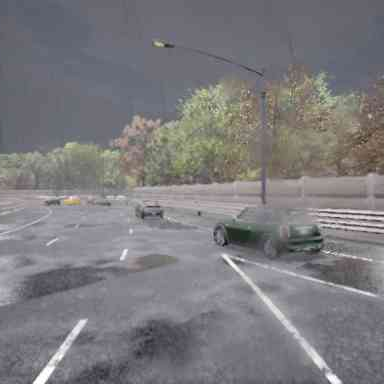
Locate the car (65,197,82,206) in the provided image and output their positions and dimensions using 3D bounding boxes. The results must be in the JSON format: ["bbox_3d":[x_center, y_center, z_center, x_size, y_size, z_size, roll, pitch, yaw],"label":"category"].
[{"bbox_3d":[-21.139,1.618,59.192,1.882,1.535,5.008,0,0,-35],"label":"car"}]

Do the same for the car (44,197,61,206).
[{"bbox_3d":[-24.073,1.638,57.283,1.882,1.535,5.008,0,0,-35],"label":"car"}]

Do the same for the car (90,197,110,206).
[{"bbox_3d":[-15.358,1.661,56.363,1.994,1.385,4.181,0,0,-30],"label":"car"}]

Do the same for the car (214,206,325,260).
[{"bbox_3d":[2.712,1.327,12.805,2.097,1.767,4.553,0,0,-27],"label":"car"}]

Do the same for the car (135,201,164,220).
[{"bbox_3d":[-3.707,1.512,28.505,2.128,1.511,4.902,0,0,-17],"label":"car"}]

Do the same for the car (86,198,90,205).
[{"bbox_3d":[-17.872,1.620,60.694,1.837,1.490,4.892,0,0,-35],"label":"car"}]
